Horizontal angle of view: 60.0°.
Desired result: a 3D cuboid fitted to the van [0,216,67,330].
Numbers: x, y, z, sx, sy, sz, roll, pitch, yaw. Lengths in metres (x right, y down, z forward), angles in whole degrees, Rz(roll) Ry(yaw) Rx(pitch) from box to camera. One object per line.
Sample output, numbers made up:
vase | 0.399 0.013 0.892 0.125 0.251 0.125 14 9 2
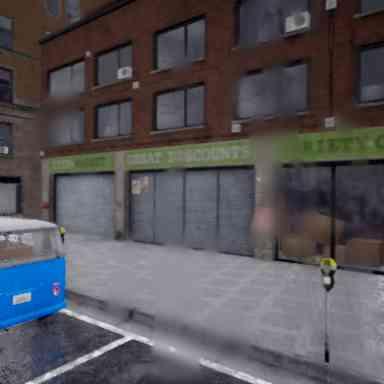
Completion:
van | -3.978 1.311 5.954 3.998 1.788 1.690 0 0 36
